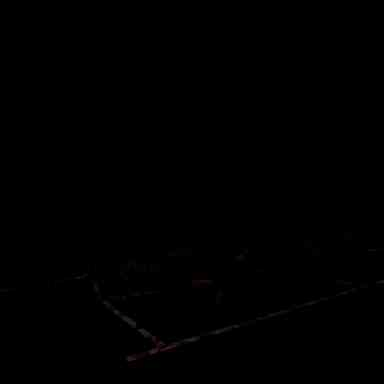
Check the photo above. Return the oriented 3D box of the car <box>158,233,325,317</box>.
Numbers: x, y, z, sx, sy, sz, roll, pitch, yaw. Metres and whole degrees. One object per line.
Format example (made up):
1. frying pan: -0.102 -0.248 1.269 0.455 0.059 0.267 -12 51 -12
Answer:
1. car: 1.275 1.611 7.442 4.206 1.307 1.802 0 -1 -35

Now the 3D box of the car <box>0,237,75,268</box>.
1. car: -3.280 1.437 4.209 4.097 1.590 1.967 0 -1 -35

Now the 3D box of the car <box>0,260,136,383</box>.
1. car: -2.617 1.496 1.518 4.892 1.490 1.837 0 0 -35
